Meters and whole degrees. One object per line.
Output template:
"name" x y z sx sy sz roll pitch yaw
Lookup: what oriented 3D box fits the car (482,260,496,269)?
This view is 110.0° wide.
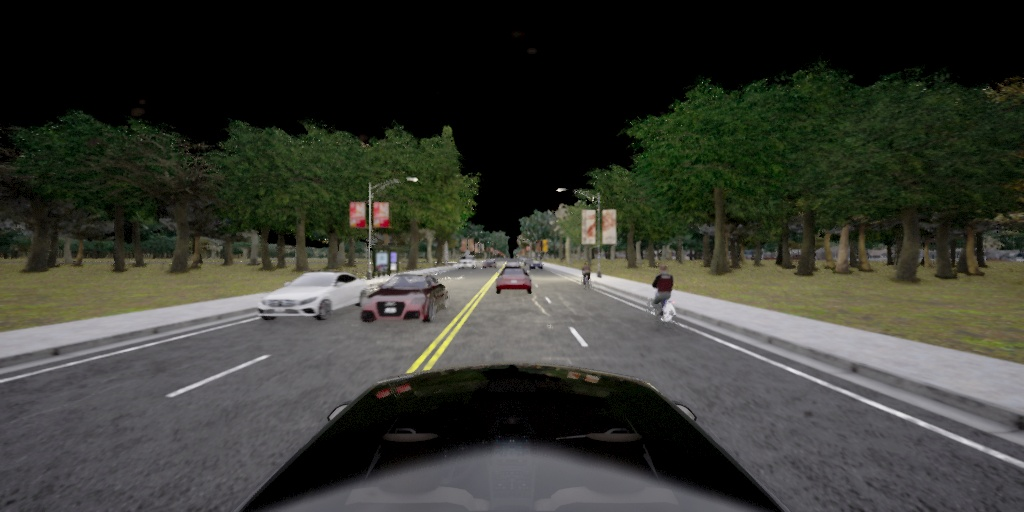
"car" -3.310 1.258 53.688 1.994 1.385 4.181 0 0 0

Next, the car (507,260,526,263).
"car" 0.104 1.256 38.613 2.033 1.411 5.357 0 0 0

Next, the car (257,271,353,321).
"car" -6.599 1.263 12.519 1.812 1.442 4.674 0 0 0

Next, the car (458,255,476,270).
"car" -6.562 0.917 53.056 2.150 2.045 5.566 0 0 0

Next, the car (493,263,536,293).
"car" 0.101 1.292 20.716 1.994 1.385 4.181 0 0 0

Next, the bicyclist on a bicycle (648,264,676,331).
"bicyclist on a bicycle" 4.143 1.110 10.032 0.659 1.776 1.843 0 0 0

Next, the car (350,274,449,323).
"car" -3.349 1.302 11.869 1.994 1.385 4.181 0 0 0

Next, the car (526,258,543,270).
"car" 3.355 1.297 51.398 1.895 1.301 4.718 0 0 0

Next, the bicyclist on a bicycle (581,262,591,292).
"bicyclist on a bicycle" 4.145 1.181 20.012 0.582 1.620 1.656 0 0 0
